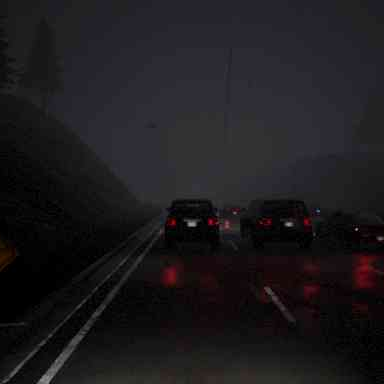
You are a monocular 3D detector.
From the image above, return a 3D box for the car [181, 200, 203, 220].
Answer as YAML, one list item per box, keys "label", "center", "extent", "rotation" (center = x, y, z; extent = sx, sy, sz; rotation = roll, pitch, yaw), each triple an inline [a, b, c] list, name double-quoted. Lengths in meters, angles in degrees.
- label: "car"
  center: [-0.015, 1.534, 29.513]
  extent: [1.812, 1.442, 4.674]
  rotation: [0, 0, -1]

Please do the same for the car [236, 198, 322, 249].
- label: "car"
  center: [3.500, 1.258, 14.680]
  extent: [2.150, 2.045, 5.566]
  rotation: [0, 0, 0]

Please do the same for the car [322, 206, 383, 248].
- label: "car"
  center: [7.000, 1.534, 14.650]
  extent: [1.812, 1.442, 4.674]
  rotation: [0, 0, 0]

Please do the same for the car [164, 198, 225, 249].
- label: "car"
  center: [0.000, 1.258, 14.680]
  extent: [2.150, 2.045, 5.566]
  rotation: [0, 0, 0]

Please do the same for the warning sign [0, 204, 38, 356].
- label: "warning sign"
  center: [-3.050, 1.115, 4.649]
  extent: [1.300, 1.860, 1.060]
  rotation: [0, 0, 0]

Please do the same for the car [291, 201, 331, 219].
- label: "car"
  center: [10.484, 1.573, 29.677]
  extent: [1.994, 1.385, 4.181]
  rotation: [0, 0, -1]

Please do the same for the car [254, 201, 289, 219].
- label: "car"
  center: [6.984, 1.573, 29.623]
  extent: [1.994, 1.385, 4.181]
  rotation: [0, 0, -1]

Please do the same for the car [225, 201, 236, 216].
- label: "car"
  center: [3.484, 1.534, 29.568]
  extent: [1.812, 1.442, 4.674]
  rotation: [0, 0, -1]
